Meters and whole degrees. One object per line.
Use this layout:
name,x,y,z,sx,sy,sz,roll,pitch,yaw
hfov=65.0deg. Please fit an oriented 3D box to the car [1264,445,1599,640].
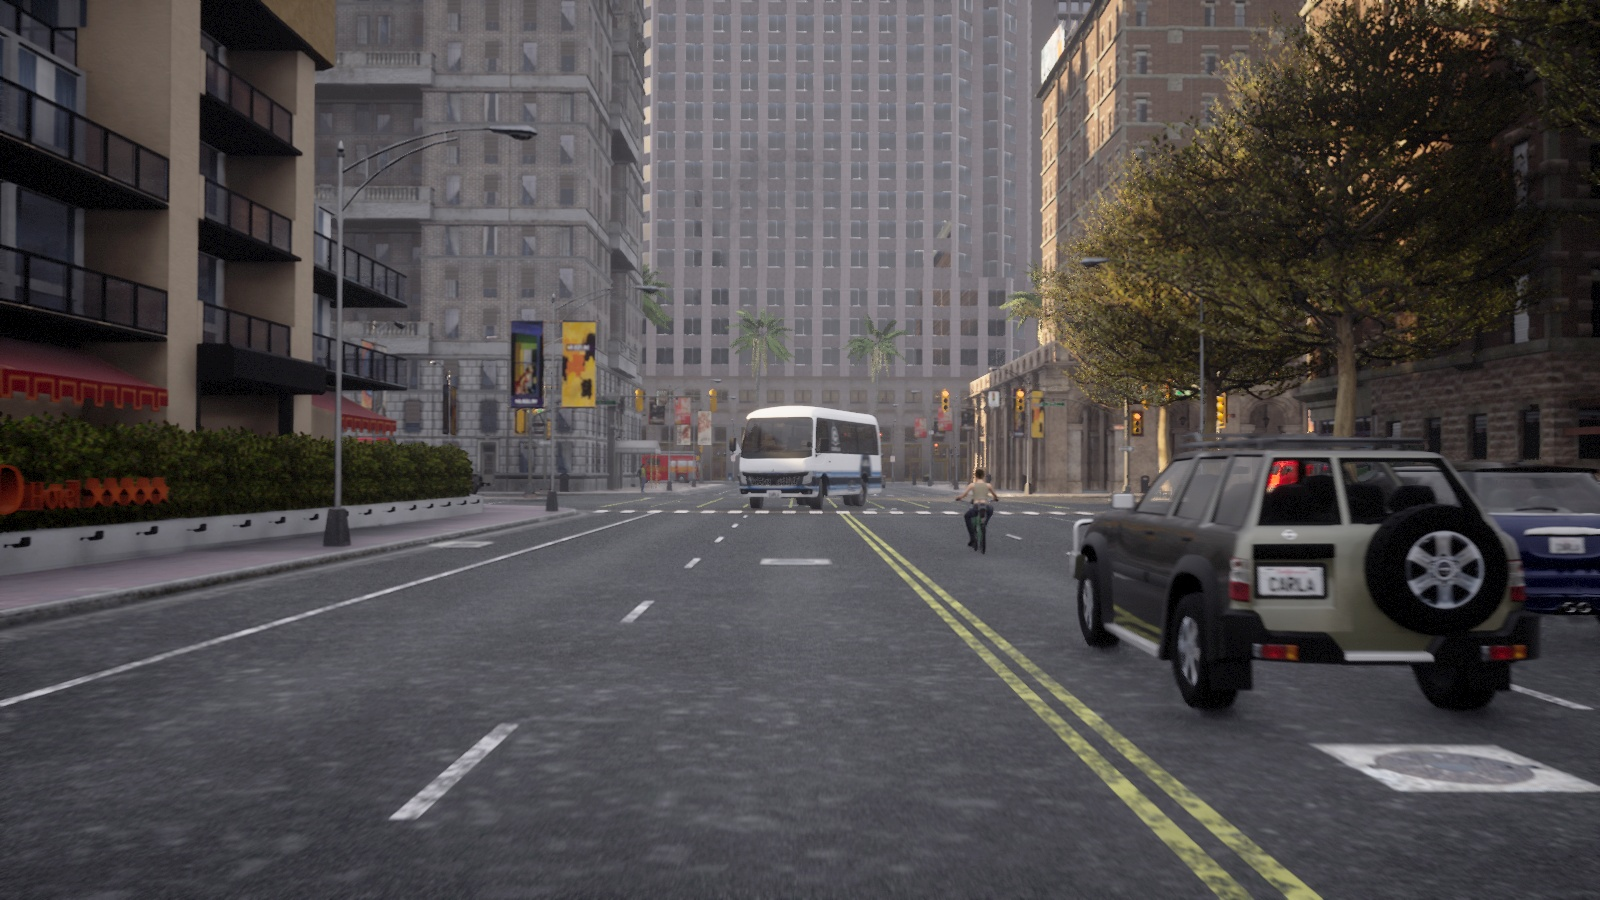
car,6.965,0.875,13.716,2.097,1.767,4.553,0,-1,0

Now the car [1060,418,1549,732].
car,3.475,0.781,9.771,1.932,1.855,4.605,0,-1,0

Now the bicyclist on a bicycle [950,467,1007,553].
bicyclist on a bicycle,3.446,1.144,24.298,0.866,1.612,1.509,0,-1,0

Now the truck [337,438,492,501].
truck,-21.818,1.116,71.429,7.936,3.462,2.891,0,-1,0

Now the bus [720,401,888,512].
bus,0.458,0.335,53.670,3.944,4.253,10.273,-1,-1,20
